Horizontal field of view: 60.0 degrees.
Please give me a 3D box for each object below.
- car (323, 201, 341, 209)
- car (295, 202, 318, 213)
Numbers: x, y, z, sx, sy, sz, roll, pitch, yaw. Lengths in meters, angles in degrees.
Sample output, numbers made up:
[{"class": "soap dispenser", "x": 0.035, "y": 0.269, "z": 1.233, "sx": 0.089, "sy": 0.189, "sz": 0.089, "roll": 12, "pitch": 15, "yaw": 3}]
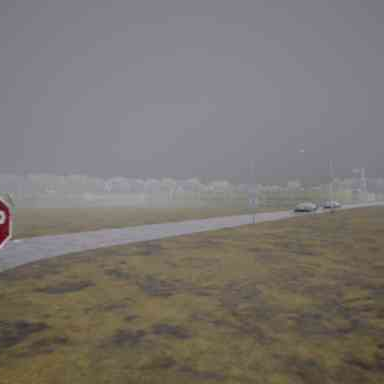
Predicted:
[{"class": "car", "x": 23.045, "y": 2.133, "z": 54.662, "sx": 1.994, "sy": 1.385, "sz": 4.181, "roll": -2, "pitch": -2, "yaw": 36}, {"class": "car", "x": 14.932, "y": 1.995, "z": 43.310, "sx": 1.994, "sy": 1.385, "sz": 4.181, "roll": -2, "pitch": -2, "yaw": 36}]
